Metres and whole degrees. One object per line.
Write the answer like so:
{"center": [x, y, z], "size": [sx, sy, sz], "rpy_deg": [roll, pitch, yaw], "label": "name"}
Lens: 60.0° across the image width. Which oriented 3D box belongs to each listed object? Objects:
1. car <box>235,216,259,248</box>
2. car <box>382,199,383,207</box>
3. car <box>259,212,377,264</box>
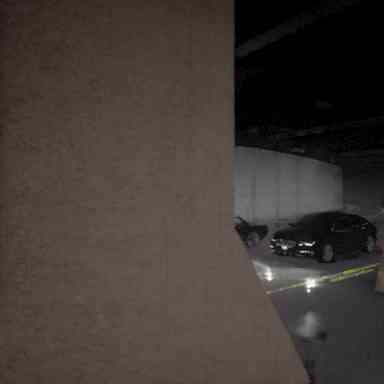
{"center": [0.813, 1.602, 13.252], "size": [4.718, 1.301, 1.895], "rpy_deg": [0, 0, -37], "label": "car"}
{"center": [27.997, 1.356, 46.519], "size": [2.097, 1.767, 4.553], "rpy_deg": [0, 0, 22], "label": "car"}
{"center": [4.839, 1.506, 11.955], "size": [4.892, 1.490, 1.837], "rpy_deg": [0, 0, -38], "label": "car"}
